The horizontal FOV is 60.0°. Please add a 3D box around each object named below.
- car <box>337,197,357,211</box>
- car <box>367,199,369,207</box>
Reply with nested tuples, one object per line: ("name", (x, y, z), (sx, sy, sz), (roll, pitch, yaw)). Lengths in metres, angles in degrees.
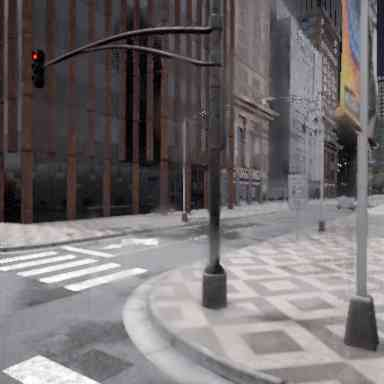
("car", (19.059, 1.546, 40.584), (1.994, 1.385, 4.181), (0, 0, 36))
("car", (24.764, 1.458, 48.816), (1.837, 1.490, 4.892), (0, 0, 35))
